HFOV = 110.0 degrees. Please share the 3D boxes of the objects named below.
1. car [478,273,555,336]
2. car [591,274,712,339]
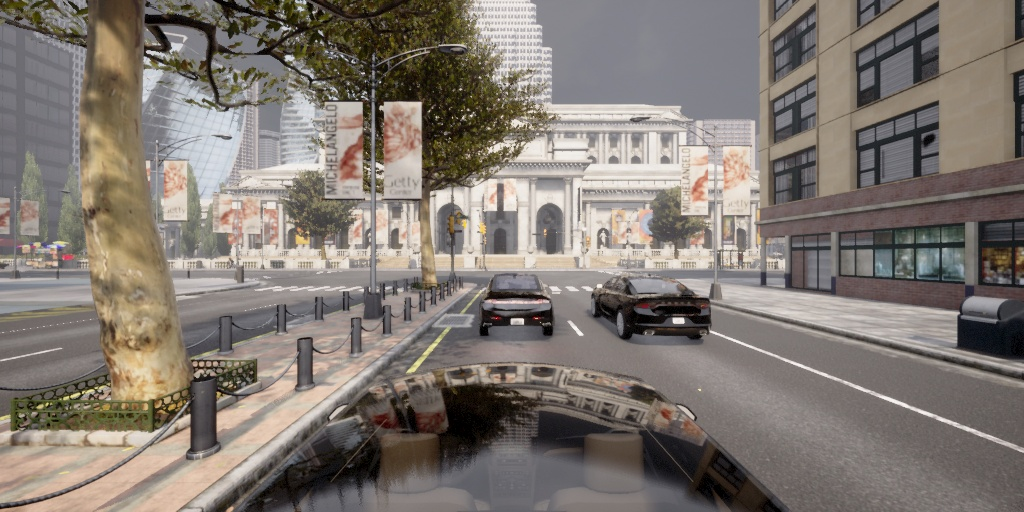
[{"bbox_3d":[0.080,1.242,10.376,2.128,1.511,4.902,0,0,-1],"label":"car"},{"bbox_3d":[3.565,1.228,10.109,1.882,1.535,5.008,0,0,0],"label":"car"}]
